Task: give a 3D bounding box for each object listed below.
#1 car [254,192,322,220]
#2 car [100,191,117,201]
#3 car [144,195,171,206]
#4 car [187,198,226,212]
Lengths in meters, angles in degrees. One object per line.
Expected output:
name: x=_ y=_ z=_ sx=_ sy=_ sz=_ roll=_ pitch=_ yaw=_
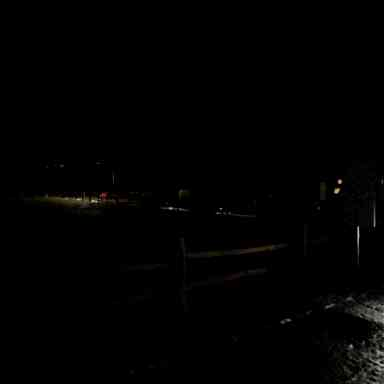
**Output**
car: x=7.490 y=1.054 z=26.622 sx=2.150 sy=2.045 sz=5.566 roll=1 pitch=0 yaw=-36
car: x=-15.946 y=0.750 z=63.670 sx=2.097 sy=1.767 sz=4.553 roll=1 pitch=0 yaw=-34
car: x=-4.529 y=1.112 z=43.075 sx=2.128 sy=1.511 sz=4.902 roll=1 pitch=0 yaw=-36
car: x=1.581 y=1.331 z=34.699 sx=1.895 sy=1.301 sz=4.718 roll=1 pitch=0 yaw=-36
